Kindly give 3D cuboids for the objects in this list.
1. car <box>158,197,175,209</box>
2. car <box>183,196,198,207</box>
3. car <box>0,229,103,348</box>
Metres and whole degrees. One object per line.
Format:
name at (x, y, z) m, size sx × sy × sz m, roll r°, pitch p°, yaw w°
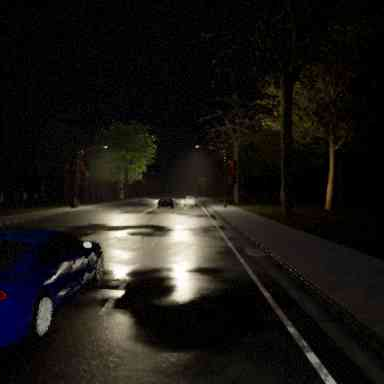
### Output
car at (-3.339, 1.345, 43.609) m, size 1.882 × 1.535 × 5.008 m, roll 0°, pitch 0°, yaw 0°
car at (-0.234, 1.380, 48.783) m, size 1.812 × 1.442 × 4.674 m, roll 0°, pitch 0°, yaw -1°
car at (-3.158, 1.455, 6.426) m, size 1.882 × 1.535 × 5.008 m, roll 0°, pitch 0°, yaw 0°
